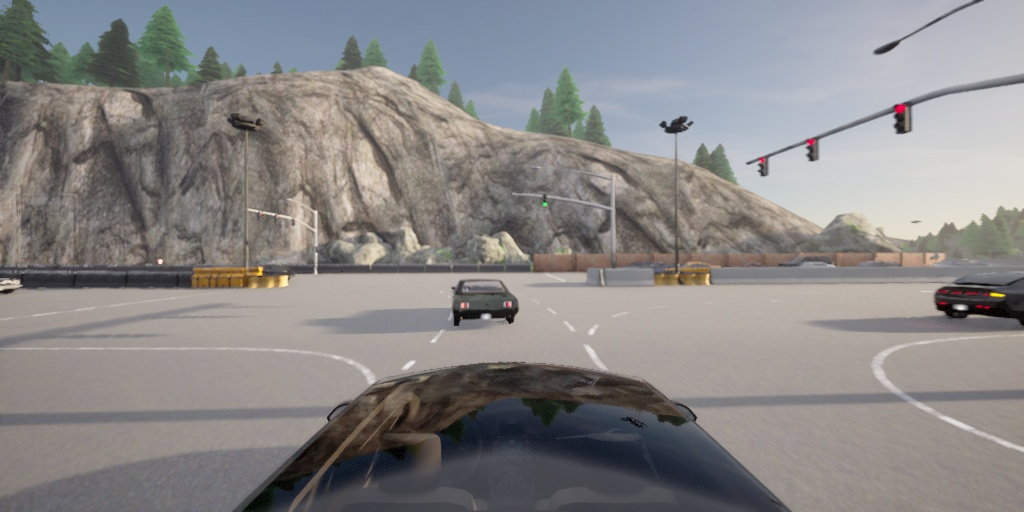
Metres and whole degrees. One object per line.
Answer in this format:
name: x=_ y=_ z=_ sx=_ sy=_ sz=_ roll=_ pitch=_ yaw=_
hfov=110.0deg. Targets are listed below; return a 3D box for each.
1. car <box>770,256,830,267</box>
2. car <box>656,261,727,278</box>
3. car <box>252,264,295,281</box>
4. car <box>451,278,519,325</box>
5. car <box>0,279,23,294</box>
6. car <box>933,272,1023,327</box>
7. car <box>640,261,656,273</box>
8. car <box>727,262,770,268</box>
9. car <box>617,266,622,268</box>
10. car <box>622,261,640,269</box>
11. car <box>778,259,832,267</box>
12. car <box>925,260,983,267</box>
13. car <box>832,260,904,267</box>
car: x=32.275 y=1.000 z=39.609 sx=5.566 sy=2.045 sz=2.150 roll=0 pitch=0 yaw=-2
car: x=15.946 y=1.290 z=32.004 sx=5.008 sy=1.535 sz=1.882 roll=-1 pitch=0 yaw=-2
car: x=-21.199 y=1.460 z=30.534 sx=4.892 sy=1.490 sz=1.837 roll=0 pitch=-1 yaw=-1
car: x=-1.115 y=1.403 z=12.154 sx=1.895 sy=1.301 sz=4.718 roll=0 pitch=0 yaw=-10
car: x=-30.180 y=1.510 z=19.530 sx=4.718 sy=1.301 sz=1.895 roll=0 pitch=0 yaw=-2
car: x=15.355 y=1.227 z=10.549 sx=4.892 sy=1.490 sz=1.837 roll=0 pitch=-1 yaw=-4
car: x=15.938 y=1.375 z=35.505 sx=5.357 sy=1.411 sz=2.033 roll=0 pitch=0 yaw=-2
car: x=28.247 y=1.411 z=42.974 sx=4.718 sy=1.301 sz=1.895 roll=0 pitch=0 yaw=-2
car: x=14.919 y=1.366 z=42.467 sx=4.892 sy=1.490 sz=1.837 roll=0 pitch=0 yaw=-2
car: x=15.070 y=1.338 z=38.971 sx=4.902 sy=1.511 sz=2.128 roll=0 pitch=0 yaw=-2
car: x=29.977 y=1.299 z=36.045 sx=4.674 sy=1.442 sz=1.812 roll=0 pitch=0 yaw=-2
car: x=44.861 y=1.242 z=36.843 sx=4.674 sy=1.442 sz=1.812 roll=0 pitch=0 yaw=-5
car: x=32.656 y=1.226 z=32.661 sx=5.008 sy=1.535 sz=1.882 roll=0 pitch=0 yaw=-2
